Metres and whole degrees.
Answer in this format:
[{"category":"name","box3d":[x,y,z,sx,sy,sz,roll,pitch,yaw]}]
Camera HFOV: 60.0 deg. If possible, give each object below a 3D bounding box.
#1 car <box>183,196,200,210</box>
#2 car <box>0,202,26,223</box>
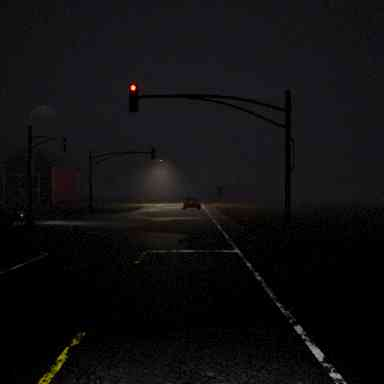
[{"category":"car","box3d":[-0.011,1.320,42.922,2.097,1.767,4.553,0,0,2]},{"category":"car","box3d":[-14.536,1.374,24.007,4.902,1.511,2.128,1,0,7]}]
